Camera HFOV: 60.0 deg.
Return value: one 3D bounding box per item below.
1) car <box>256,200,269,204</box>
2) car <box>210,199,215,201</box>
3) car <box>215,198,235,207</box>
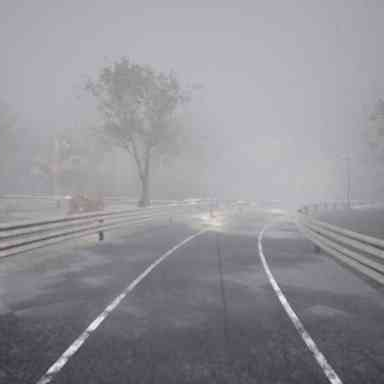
[{"bbox_3d":[15.639,2.447,75.674,4.181,1.385,1.994,2,0,-41],"label":"car"},{"bbox_3d":[5.997,2.081,71.854,5.008,1.535,1.882,2,0,-41],"label":"car"},{"bbox_3d":[7.429,2.161,63.795,5.357,1.411,2.033,2,0,-41],"label":"car"}]
